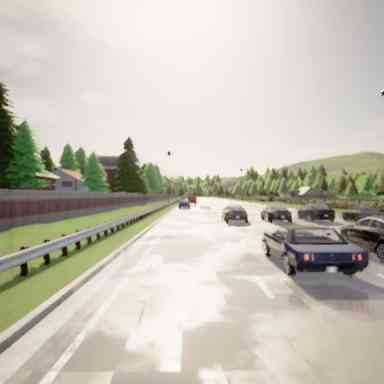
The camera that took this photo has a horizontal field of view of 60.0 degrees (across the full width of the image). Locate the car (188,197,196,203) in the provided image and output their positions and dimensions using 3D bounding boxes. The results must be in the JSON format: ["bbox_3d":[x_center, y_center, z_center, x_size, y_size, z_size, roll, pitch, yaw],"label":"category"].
[{"bbox_3d":[-0.042,2.172,89.785,2.128,1.511,4.902,0,-1,0],"label":"car"}]

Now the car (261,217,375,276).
[{"bbox_3d":[3.557,1.697,10.647,1.895,1.301,4.718,0,0,0],"label":"car"}]

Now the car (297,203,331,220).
[{"bbox_3d":[10.563,1.733,28.631,1.882,1.535,5.008,0,-1,0],"label":"car"}]

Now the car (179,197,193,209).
[{"bbox_3d":[-1.253,1.977,55.838,1.882,1.535,5.008,0,-1,0],"label":"car"}]

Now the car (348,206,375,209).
[{"bbox_3d":[14.059,1.810,27.608,1.994,1.385,4.181,0,-1,0],"label":"car"}]

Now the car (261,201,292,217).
[{"bbox_3d":[7.060,1.776,28.078,1.812,1.442,4.674,0,0,0],"label":"car"}]

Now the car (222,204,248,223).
[{"bbox_3d":[3.561,1.776,28.061,1.812,1.442,4.674,0,0,0],"label":"car"}]

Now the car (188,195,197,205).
[{"bbox_3d":[-0.035,1.757,73.649,2.150,2.045,5.566,0,-1,0],"label":"car"}]

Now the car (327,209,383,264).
[{"bbox_3d":[7.063,1.601,12.094,2.128,1.511,4.902,0,0,0],"label":"car"}]
